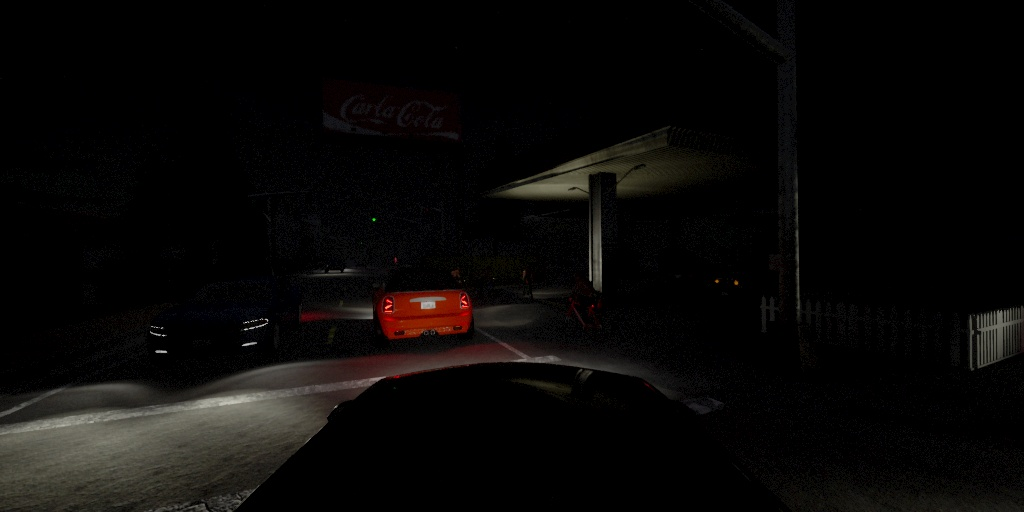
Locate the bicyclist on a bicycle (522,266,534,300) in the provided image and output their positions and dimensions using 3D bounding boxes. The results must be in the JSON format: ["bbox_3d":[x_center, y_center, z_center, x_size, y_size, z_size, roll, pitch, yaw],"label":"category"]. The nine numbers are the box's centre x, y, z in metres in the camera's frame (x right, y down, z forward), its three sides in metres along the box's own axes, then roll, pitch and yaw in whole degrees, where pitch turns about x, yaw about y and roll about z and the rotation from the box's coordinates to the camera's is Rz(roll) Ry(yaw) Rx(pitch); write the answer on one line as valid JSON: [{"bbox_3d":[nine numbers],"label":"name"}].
[{"bbox_3d":[0.800,1.330,17.870,0.582,1.620,1.656,-1,0,16],"label":"bicyclist on a bicycle"}]

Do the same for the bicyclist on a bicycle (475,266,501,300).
[{"bbox_3d":[-1.309,1.342,17.756,1.656,1.620,0.582,0,0,-21],"label":"bicyclist on a bicycle"}]

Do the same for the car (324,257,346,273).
[{"bbox_3d":[-23.680,1.201,47.821,2.150,2.045,5.566,-1,0,-25],"label":"car"}]

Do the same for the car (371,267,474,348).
[{"bbox_3d":[-2.539,1.056,9.447,2.097,1.767,4.553,-1,0,-22],"label":"car"}]

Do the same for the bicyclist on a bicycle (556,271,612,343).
[{"bbox_3d":[1.709,1.199,8.660,0.582,1.620,1.656,3,-2,-42],"label":"bicyclist on a bicycle"}]

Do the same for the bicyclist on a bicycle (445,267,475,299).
[{"bbox_3d":[-2.617,1.316,16.374,1.656,1.620,0.582,1,0,37],"label":"bicyclist on a bicycle"}]

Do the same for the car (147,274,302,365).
[{"bbox_3d":[-6.253,1.216,8.379,1.882,1.535,5.008,-1,0,-23],"label":"car"}]
